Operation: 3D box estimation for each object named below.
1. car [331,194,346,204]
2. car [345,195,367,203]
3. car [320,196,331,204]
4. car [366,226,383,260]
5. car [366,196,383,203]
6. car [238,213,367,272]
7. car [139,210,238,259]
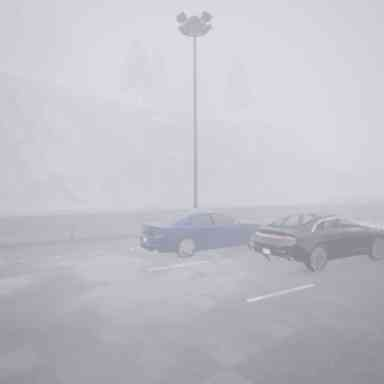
[{"bbox_3d":[20.570,1.123,41.815,4.902,1.511,2.128,0,0,-20],"label":"car"},{"bbox_3d":[20.737,1.199,38.195,5.357,1.411,2.033,0,0,-21],"label":"car"},{"bbox_3d":[19.741,1.119,45.231,4.892,1.490,1.837,-1,0,-20],"label":"car"},{"bbox_3d":[6.327,1.443,7.682,4.674,1.442,1.812,-1,1,-31],"label":"car"},{"bbox_3d":[20.896,1.273,34.495,4.718,1.301,1.895,0,0,-21],"label":"car"},{"bbox_3d":[4.128,1.406,10.435,4.902,1.511,2.128,-1,0,-31],"label":"car"},{"bbox_3d":[0.536,1.401,12.354,5.008,1.535,1.882,-1,1,-32],"label":"car"}]
